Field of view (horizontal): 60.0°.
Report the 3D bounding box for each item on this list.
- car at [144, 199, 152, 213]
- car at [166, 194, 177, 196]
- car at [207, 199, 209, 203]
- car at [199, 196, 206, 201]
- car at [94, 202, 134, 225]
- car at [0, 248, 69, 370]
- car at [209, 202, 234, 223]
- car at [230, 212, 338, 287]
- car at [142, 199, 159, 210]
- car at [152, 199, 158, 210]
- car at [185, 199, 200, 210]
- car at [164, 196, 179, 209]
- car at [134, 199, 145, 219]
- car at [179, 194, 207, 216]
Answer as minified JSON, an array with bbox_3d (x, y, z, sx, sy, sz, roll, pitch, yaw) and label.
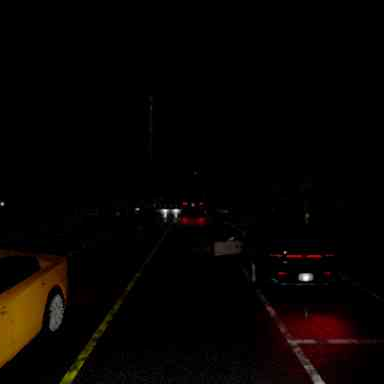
[{"bbox_3d":[-5.713,1.638,35.074,1.887,1.381,4.507,0,0,0],"label":"car"},{"bbox_3d":[-5.641,1.554,83.396,2.192,1.841,5.009,0,0,0],"label":"car"},{"bbox_3d":[2.812,1.659,35.063,1.947,1.339,4.313,0,0,0],"label":"car"},{"bbox_3d":[2.900,1.826,94.258,2.008,1.369,4.403,0,0,0],"label":"car"},{"bbox_3d":[-5.729,1.503,24.160,1.967,1.590,4.097,0,0,0],"label":"car"},{"bbox_3d":[-3.095,1.487,3.856,1.882,1.535,5.008,0,0,0],"label":"car"},{"bbox_3d":[2.805,1.604,29.777,1.752,1.417,4.829,0,0,0],"label":"car"},{"bbox_3d":[2.367,1.528,9.329,1.837,1.490,4.892,0,0,0],"label":"car"},{"bbox_3d":[-5.697,1.649,45.818,1.752,1.417,4.829,0,0,0],"label":"car"},{"bbox_3d":[-5.705,1.548,40.532,1.967,1.590,4.097,0,0,0],"label":"car"},{"bbox_3d":[0.065,1.685,44.773,1.994,1.385,4.181,0,0,0],"label":"car"},{"bbox_3d":[-2.930,1.691,48.190,1.837,1.490,4.892,0,0,0],"label":"car"},{"bbox_3d":[-5.721,1.629,29.617,2.008,1.369,4.403,0,0,0],"label":"car"},{"bbox_3d":[0.100,1.312,34.106,2.150,2.045,5.566,0,0,0],"label":"car"}]
